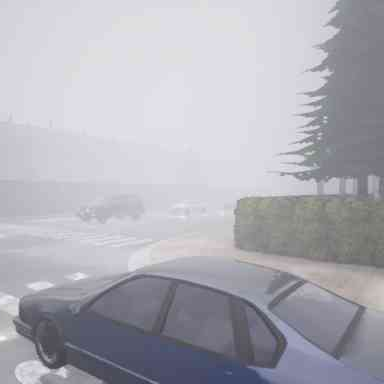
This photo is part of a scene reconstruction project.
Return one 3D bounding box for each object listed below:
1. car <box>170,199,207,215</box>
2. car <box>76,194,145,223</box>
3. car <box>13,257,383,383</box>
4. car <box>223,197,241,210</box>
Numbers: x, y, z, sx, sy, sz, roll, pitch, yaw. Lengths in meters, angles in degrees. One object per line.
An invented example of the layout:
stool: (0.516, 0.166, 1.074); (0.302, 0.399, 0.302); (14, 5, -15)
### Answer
car: (-0.253, 1.472, 33.265); (1.812, 1.442, 4.674); (0, 0, 35)
car: (-5.993, 1.168, 25.246); (2.150, 2.045, 5.566); (0, 0, 35)
car: (0.039, 1.548, 3.964); (5.357, 1.411, 2.033); (0, 0, 35)
car: (5.765, 1.424, 41.732); (1.882, 1.535, 5.008); (0, 0, 36)
